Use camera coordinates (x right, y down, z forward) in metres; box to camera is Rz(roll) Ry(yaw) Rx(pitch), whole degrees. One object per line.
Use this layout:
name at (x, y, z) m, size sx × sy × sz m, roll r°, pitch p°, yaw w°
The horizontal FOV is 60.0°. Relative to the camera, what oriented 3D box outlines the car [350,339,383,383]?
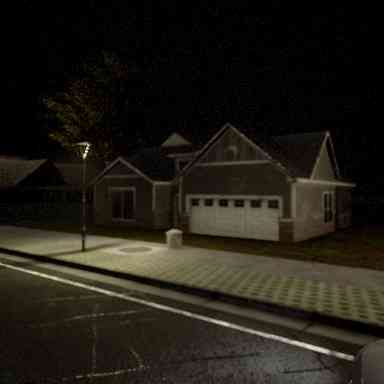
car at (3.319, 1.536, 1.625) m, size 4.674 × 1.442 × 1.812 m, roll 0°, pitch 0°, yaw 35°
